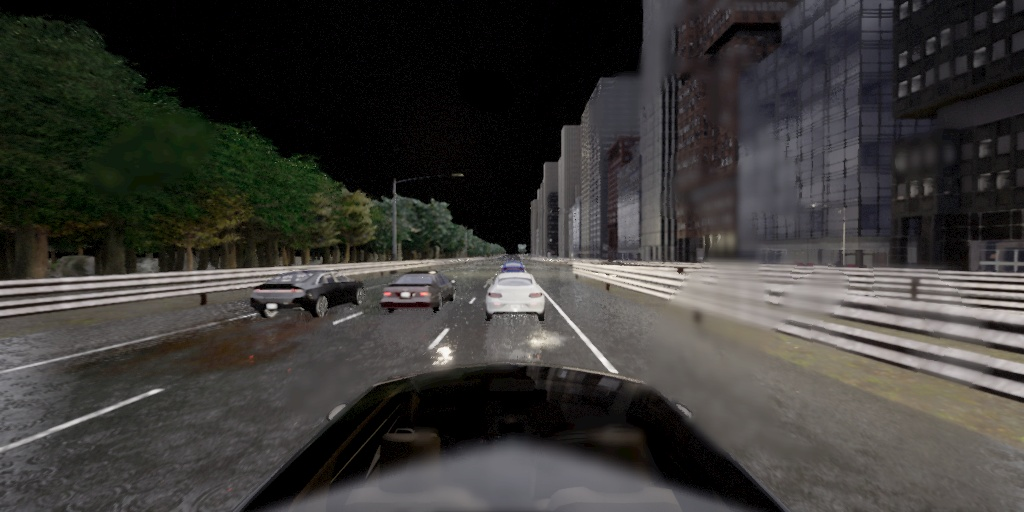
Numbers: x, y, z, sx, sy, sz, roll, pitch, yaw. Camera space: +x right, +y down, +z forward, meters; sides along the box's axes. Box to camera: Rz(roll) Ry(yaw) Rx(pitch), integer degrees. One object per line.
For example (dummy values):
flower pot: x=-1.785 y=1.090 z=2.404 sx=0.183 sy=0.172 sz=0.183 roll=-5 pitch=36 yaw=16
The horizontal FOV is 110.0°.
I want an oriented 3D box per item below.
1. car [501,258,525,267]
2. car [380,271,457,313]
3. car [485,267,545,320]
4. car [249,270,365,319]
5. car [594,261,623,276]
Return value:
car: x=0.098 y=1.204 z=30.565 sx=1.882 sy=1.535 sz=5.008 roll=0 pitch=0 yaw=0
car: x=-3.401 y=1.285 z=13.966 sx=2.033 sy=1.411 sz=5.357 roll=0 pitch=0 yaw=0
car: x=0.098 y=1.265 z=12.397 sx=1.812 sy=1.442 sz=4.674 roll=0 pitch=0 yaw=0
car: x=-6.900 y=1.230 z=12.726 sx=2.128 sy=1.511 sz=4.902 roll=0 pitch=0 yaw=0
car: x=10.070 y=1.293 z=37.301 sx=1.837 sy=1.490 sz=4.892 roll=0 pitch=0 yaw=-14
